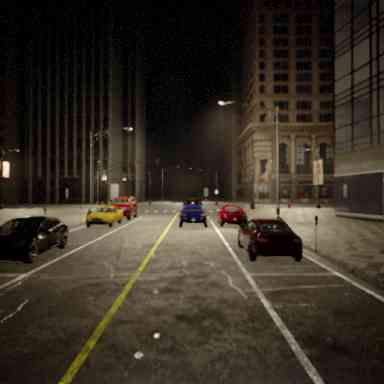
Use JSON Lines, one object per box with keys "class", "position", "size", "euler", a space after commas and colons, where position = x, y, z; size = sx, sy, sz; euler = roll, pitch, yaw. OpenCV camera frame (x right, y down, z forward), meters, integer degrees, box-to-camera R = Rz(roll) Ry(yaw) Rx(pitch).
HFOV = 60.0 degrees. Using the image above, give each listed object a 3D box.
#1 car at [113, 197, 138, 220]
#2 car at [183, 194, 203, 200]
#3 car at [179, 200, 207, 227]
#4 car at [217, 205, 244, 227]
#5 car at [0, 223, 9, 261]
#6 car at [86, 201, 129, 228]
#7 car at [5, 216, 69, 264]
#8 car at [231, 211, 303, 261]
{"class": "car", "position": [-5.860, 1.346, 28.328], "size": [2.192, 1.841, 5.009], "euler": [0, 0, 0]}
{"class": "car", "position": [0.091, 1.259, 38.826], "size": [2.150, 2.045, 5.566], "euler": [0, 1, 0]}
{"class": "car", "position": [0.075, 1.544, 22.826], "size": [1.812, 1.442, 4.674], "euler": [0, 0, 0]}
{"class": "car", "position": [2.665, 1.563, 22.869], "size": [1.887, 1.381, 4.507], "euler": [0, 0, 0]}
{"class": "car", "position": [-5.853, 1.551, 6.490], "size": [2.008, 1.369, 4.403], "euler": [1, 0, 0]}
{"class": "car", "position": [-5.859, 1.544, 22.697], "size": [1.752, 1.417, 4.829], "euler": [0, 0, 0]}
{"class": "car", "position": [-5.855, 1.569, 11.950], "size": [1.947, 1.339, 4.313], "euler": [1, 0, 0]}
{"class": "car", "position": [2.669, 1.585, 11.949], "size": [1.802, 1.307, 4.206], "euler": [0, 0, 0]}
